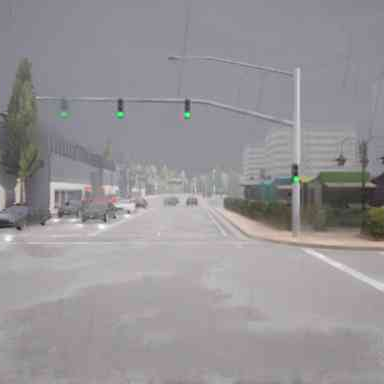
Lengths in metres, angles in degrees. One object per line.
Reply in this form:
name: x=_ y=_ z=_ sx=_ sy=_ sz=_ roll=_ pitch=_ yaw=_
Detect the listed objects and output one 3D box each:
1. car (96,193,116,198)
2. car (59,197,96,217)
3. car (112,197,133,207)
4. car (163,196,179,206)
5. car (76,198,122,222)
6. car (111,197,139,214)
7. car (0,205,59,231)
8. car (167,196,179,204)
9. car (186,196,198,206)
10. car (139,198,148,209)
car: x=-10.604 y=1.172 z=40.341 sx=2.150 sy=2.045 sz=5.566 roll=0 pitch=0 yaw=0
car: x=-10.603 y=1.468 z=30.356 sx=1.837 sy=1.490 sz=4.892 roll=0 pitch=0 yaw=0
car: x=-10.558 y=1.485 z=51.039 sx=2.033 sy=1.411 sz=5.357 roll=0 pitch=0 yaw=1
car: x=-3.508 y=1.483 z=52.765 sx=2.033 sy=1.411 sz=5.357 roll=0 pitch=0 yaw=0
car: x=-7.104 y=1.473 z=25.887 sx=1.837 sy=1.490 sz=4.892 roll=0 pitch=0 yaw=0
car: x=-7.099 y=1.483 z=35.072 sx=1.812 sy=1.442 sz=4.674 roll=0 pitch=0 yaw=0
car: x=-10.603 y=1.522 z=20.800 sx=2.033 sy=1.411 sz=5.357 roll=0 pitch=0 yaw=0
car: x=-3.509 y=1.487 z=63.039 sx=1.994 sy=1.385 sz=4.181 roll=0 pitch=0 yaw=0
car: x=-0.008 y=1.427 z=52.766 sx=2.128 sy=1.511 sz=4.902 roll=0 pitch=0 yaw=0
car: x=-7.088 y=1.509 z=45.033 sx=1.994 sy=1.385 sz=4.181 roll=0 pitch=0 yaw=0
